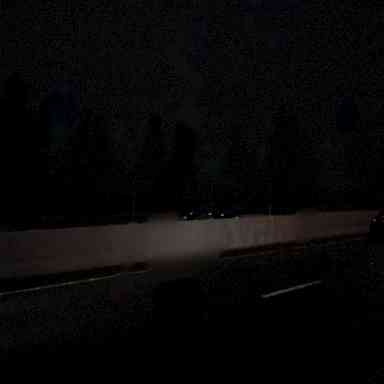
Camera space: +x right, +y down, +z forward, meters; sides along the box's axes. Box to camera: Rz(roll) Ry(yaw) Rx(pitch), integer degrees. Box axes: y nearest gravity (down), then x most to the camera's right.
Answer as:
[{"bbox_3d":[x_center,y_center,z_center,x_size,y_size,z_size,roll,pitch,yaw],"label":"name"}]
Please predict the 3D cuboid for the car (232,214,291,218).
[{"bbox_3d":[4.778,1.568,19.825,4.718,1.301,1.895,0,0,-32],"label":"car"}]

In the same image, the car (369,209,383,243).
[{"bbox_3d":[9.824,1.314,14.419,4.553,1.767,2.097,0,0,-31],"label":"car"}]

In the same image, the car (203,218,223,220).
[{"bbox_3d":[3.418,1.566,23.102,4.718,1.301,1.895,0,0,-31],"label":"car"}]
